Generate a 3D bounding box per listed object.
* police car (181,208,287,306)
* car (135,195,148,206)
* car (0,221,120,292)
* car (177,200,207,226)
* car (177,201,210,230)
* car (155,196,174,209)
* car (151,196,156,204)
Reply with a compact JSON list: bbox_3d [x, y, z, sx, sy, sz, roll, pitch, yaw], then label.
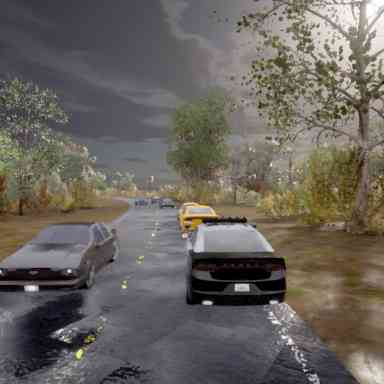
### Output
[{"bbox_3d":[0.776,1.425,8.251,1.930,1.638,5.238,0,0,-2],"label":"police car"},{"bbox_3d":[-8.502,1.348,56.040,2.097,1.767,4.553,0,0,-11],"label":"car"},{"bbox_3d":[-3.292,1.547,9.312,2.033,1.411,5.357,0,0,-2],"label":"car"},{"bbox_3d":[-0.135,1.453,24.431,1.801,1.575,5.366,0,0,-5],"label":"car"},{"bbox_3d":[0.317,1.477,18.210,1.882,1.535,5.008,0,0,-4],"label":"car"},{"bbox_3d":[-3.567,1.543,46.150,2.033,1.411,5.357,0,0,-9],"label":"car"},{"bbox_3d":[-6.803,1.519,63.511,1.812,1.442,4.674,0,0,-12],"label":"car"}]
